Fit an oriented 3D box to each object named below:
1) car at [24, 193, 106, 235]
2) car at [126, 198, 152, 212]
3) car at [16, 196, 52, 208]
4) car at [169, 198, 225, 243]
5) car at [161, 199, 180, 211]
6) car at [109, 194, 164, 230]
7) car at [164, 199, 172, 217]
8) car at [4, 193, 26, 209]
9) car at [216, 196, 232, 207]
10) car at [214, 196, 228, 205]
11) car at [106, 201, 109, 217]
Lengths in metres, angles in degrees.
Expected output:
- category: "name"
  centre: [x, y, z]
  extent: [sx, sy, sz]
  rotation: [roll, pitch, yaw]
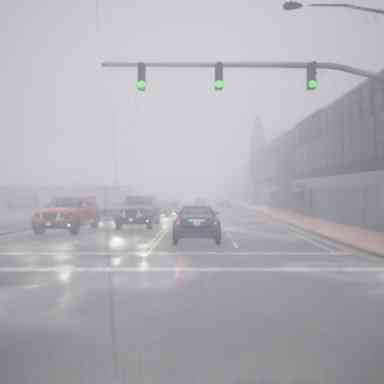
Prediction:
- category: "car"
  centre: [-6.897, 1.193, 18.914]
  extent: [2.150, 2.045, 5.566]
  rotation: [0, 0, 2]
- category: "car"
  centre: [-6.151, 1.489, 39.130]
  extent: [2.033, 1.411, 5.357]
  rotation: [0, 0, 2]
- category: "car"
  centre: [-20.873, 1.330, 43.970]
  extent: [3.806, 1.475, 1.970]
  rotation: [0, 0, 1]
- category: "car"
  centre: [0.236, 1.328, 15.947]
  extent: [2.097, 1.767, 4.553]
  rotation: [0, 0, 1]
- category: "car"
  centre: [-2.570, 1.539, 41.132]
  extent: [1.895, 1.301, 4.718]
  rotation: [0, 0, 2]
- category: "car"
  centre: [-3.331, 1.190, 21.297]
  extent: [2.150, 2.045, 5.566]
  rotation: [0, 0, 2]
- category: "car"
  centre: [-2.999, 1.479, 31.104]
  extent: [1.812, 1.442, 4.674]
  rotation: [0, 0, 2]
- category: "car"
  centre: [-20.912, 1.095, 41.074]
  extent: [3.866, 1.878, 1.905]
  rotation: [0, 0, 1]
- category: "car"
  centre: [4.681, 1.453, 48.077]
  extent: [1.812, 1.442, 4.674]
  rotation: [0, 0, 2]
- category: "car"
  centre: [5.047, 1.404, 58.353]
  extent: [2.128, 1.511, 4.902]
  rotation: [0, 0, 2]
- category: "car"
  centre: [-6.587, 1.434, 28.855]
  extent: [1.882, 1.535, 5.008]
  rotation: [0, 0, 2]
